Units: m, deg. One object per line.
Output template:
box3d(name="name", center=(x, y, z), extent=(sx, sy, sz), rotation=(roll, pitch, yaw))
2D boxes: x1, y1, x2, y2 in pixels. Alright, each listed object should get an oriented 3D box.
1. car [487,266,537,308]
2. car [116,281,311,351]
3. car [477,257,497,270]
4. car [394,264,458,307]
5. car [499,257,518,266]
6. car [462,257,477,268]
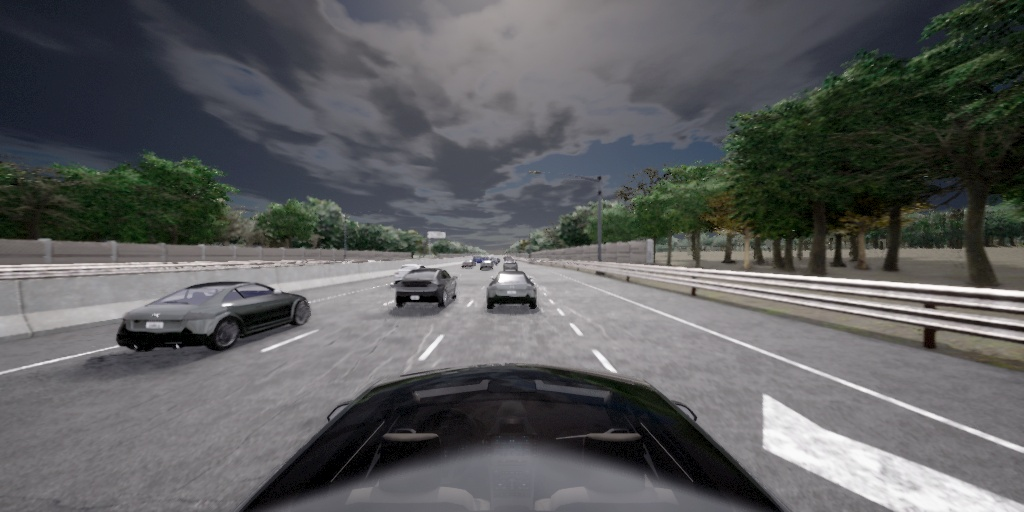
box3d(name="car", center=(-0.015, 1.322, 15.379), extent=(1.994, 1.385, 4.181), rotation=(0, 0, 0))
box3d(name="car", center=(-7.003, 1.322, 9.032), extent=(1.994, 1.385, 4.181), rotation=(0, 0, 0))
box3d(name="car", center=(-3.766, 1.310, 54.570), extent=(2.033, 1.411, 5.357), rotation=(0, 0, -1))
box3d(name="car", center=(-3.515, 1.266, 15.410), extent=(1.837, 1.490, 4.892), rotation=(0, 0, 0))
box3d(name="car", center=(-0.189, 1.250, 46.574), extent=(2.128, 1.511, 4.902), rotation=(0, 0, -1))
box3d(name="car", center=(-7.336, 1.317, 60.991), extent=(2.033, 1.411, 5.357), rotation=(0, 0, -1))
